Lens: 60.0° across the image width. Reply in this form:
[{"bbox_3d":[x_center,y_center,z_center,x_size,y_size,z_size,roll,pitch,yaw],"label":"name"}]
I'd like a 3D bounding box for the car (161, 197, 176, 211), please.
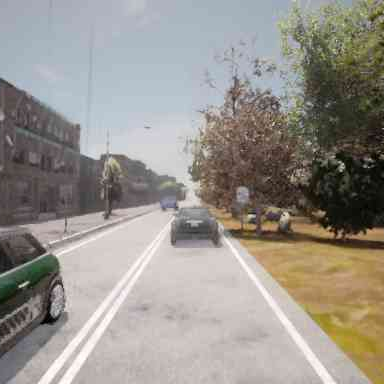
[{"bbox_3d":[-3.196,1.696,48.054,2.150,2.045,5.566,0,-1,1],"label":"car"}]

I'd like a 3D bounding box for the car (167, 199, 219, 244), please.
[{"bbox_3d":[0.118,1.411,16.160,2.097,1.767,4.553,0,0,0],"label":"car"}]

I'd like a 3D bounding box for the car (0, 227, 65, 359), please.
[{"bbox_3d":[-3.347,1.356,4.122,2.097,1.767,4.553,0,0,0],"label":"car"}]
